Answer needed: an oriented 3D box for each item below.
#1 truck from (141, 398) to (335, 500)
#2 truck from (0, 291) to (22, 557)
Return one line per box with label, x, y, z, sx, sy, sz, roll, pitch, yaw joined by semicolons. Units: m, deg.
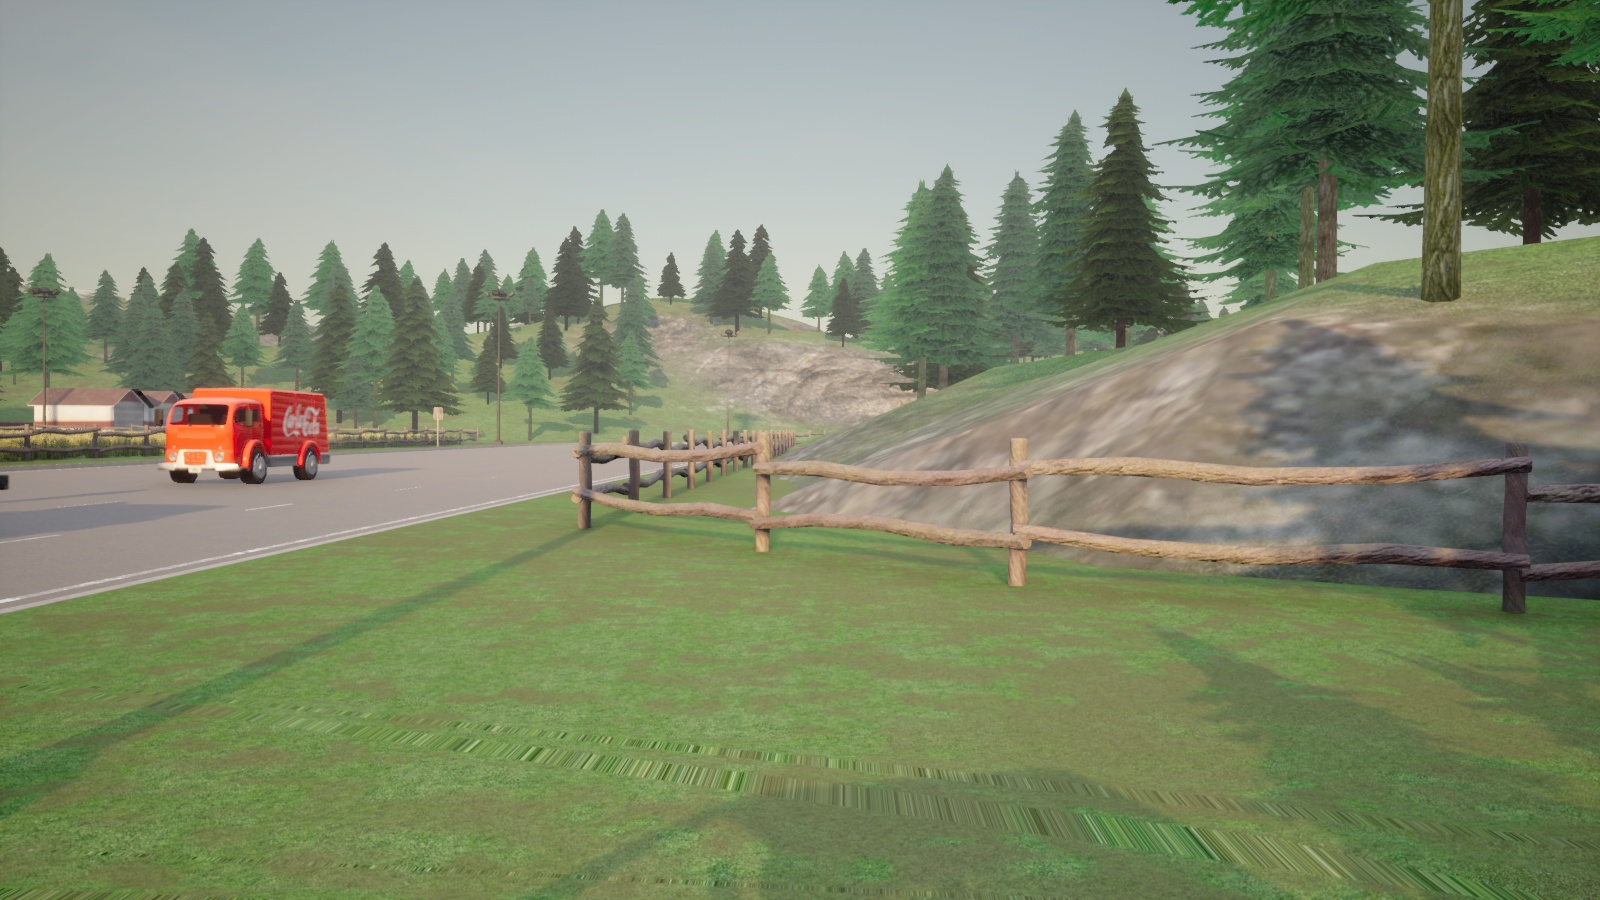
truck;-14.699;-0.071;33.288;2.627;2.467;5.204;-1;1;2
truck;-11.989;-0.263;12.810;2.891;3.462;7.936;-1;1;2
